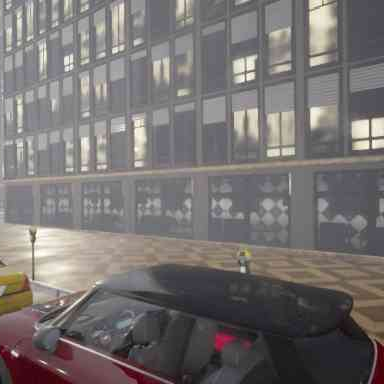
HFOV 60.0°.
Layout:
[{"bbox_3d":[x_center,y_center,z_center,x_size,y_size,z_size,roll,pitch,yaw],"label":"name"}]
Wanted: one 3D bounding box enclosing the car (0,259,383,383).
[{"bbox_3d":[-0.350,1.441,3.143,4.097,1.590,1.967,0,-1,35],"label":"car"}]
